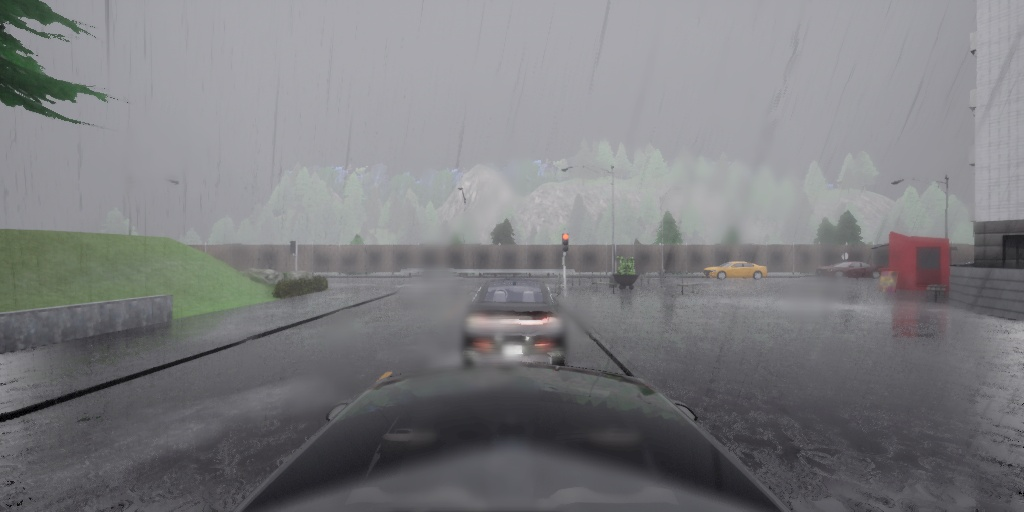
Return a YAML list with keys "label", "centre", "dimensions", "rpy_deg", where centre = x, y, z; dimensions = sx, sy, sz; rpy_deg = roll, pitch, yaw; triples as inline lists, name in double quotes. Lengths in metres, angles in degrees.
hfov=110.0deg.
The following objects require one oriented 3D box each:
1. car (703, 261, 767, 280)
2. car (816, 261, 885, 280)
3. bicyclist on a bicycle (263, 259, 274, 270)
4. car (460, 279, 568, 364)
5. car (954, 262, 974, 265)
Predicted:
- label: "car"
  centre: [19.350, 1.228, 31.221]
  dimensions: [5.008, 1.535, 1.882]
  rpy_deg: [0, 0, 0]
- label: "car"
  centre: [29.399, 1.228, 31.223]
  dimensions: [5.008, 1.535, 1.882]
  rpy_deg: [0, 0, 0]
- label: "bicyclist on a bicycle"
  centre: [-24.027, 1.099, 35.400]
  dimensions: [0.582, 1.620, 1.656]
  rpy_deg: [0, 0, 0]
- label: "car"
  centre: [0.053, 1.241, 7.923]
  dimensions: [2.128, 1.511, 4.902]
  rpy_deg: [0, 0, 0]
- label: "car"
  centre: [39.994, 1.253, 31.203]
  dimensions: [4.892, 1.490, 1.837]
  rpy_deg: [-1, 0, 0]
